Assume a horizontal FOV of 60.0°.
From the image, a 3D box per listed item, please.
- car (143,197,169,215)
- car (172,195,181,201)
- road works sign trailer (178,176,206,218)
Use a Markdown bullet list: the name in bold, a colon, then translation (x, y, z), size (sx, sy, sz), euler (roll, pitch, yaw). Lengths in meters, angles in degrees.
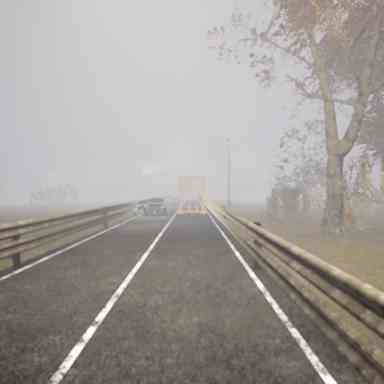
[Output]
- **car**: translation (-3.346, 1.262, 31.870), size (2.097, 1.767, 4.553), euler (0, 0, 0)
- **car**: translation (-3.253, 1.284, 72.490), size (2.033, 1.411, 5.357), euler (0, 0, 0)
- **road works sign trailer**: translation (0.009, 0.384, 29.022), size (2.380, 3.560, 2.880), euler (0, 0, 0)
